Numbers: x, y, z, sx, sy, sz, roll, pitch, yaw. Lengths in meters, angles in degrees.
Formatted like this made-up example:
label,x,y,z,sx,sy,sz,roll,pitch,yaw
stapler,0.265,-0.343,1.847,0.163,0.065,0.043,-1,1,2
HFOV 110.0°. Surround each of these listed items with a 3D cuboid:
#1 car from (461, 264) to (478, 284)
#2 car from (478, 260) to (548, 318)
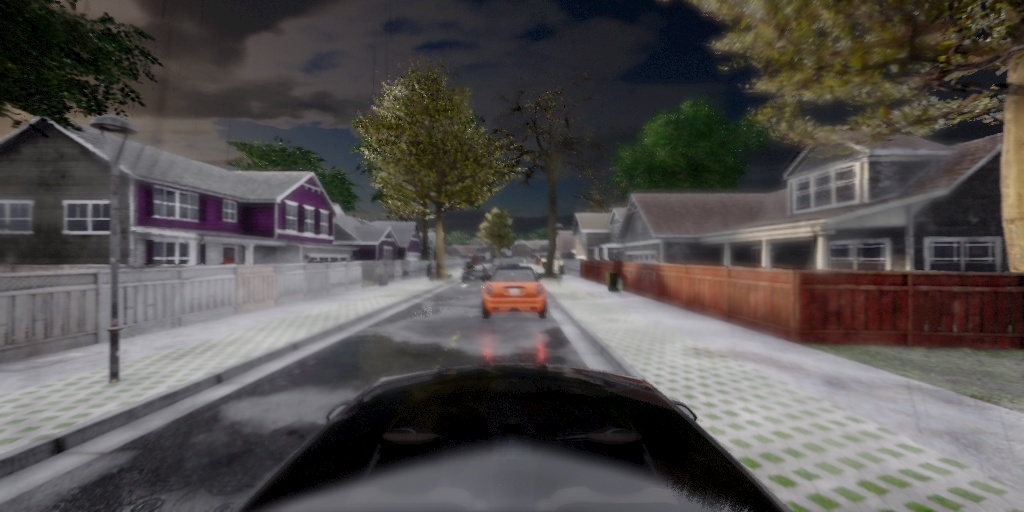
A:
label,x,y,z,sx,sy,sz,roll,pitch,yaw
car,-2.855,1.369,28.586,1.812,1.442,4.674,0,0,0
car,0.092,1.137,13.275,2.097,1.767,4.553,0,0,0
